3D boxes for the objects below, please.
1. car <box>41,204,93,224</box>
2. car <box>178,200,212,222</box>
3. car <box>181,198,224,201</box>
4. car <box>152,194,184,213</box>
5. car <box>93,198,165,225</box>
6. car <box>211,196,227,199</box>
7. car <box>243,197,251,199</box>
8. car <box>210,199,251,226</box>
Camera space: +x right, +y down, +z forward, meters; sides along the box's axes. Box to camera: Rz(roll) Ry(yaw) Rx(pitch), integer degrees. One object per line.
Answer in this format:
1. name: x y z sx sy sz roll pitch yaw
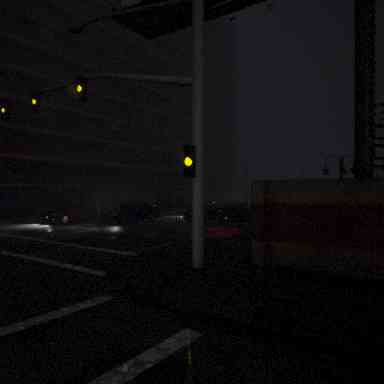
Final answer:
1. car: -8.865 1.564 24.596 1.994 1.385 4.181 0 0 35
2. car: 1.156 1.564 26.306 1.994 1.385 4.181 0 0 35
3. car: 1.190 1.564 32.785 1.994 1.385 4.181 0 0 34
4. car: -2.810 1.221 33.178 2.150 2.045 5.566 0 0 35
5. car: -4.517 1.478 24.685 1.882 1.535 5.008 0 0 35
6. car: 3.035 1.353 41.461 2.097 1.767 4.553 0 0 35
7. car: 7.106 1.352 41.121 2.097 1.767 4.553 0 0 36
8. car: 3.630 1.491 23.740 2.128 1.511 4.902 0 0 35
